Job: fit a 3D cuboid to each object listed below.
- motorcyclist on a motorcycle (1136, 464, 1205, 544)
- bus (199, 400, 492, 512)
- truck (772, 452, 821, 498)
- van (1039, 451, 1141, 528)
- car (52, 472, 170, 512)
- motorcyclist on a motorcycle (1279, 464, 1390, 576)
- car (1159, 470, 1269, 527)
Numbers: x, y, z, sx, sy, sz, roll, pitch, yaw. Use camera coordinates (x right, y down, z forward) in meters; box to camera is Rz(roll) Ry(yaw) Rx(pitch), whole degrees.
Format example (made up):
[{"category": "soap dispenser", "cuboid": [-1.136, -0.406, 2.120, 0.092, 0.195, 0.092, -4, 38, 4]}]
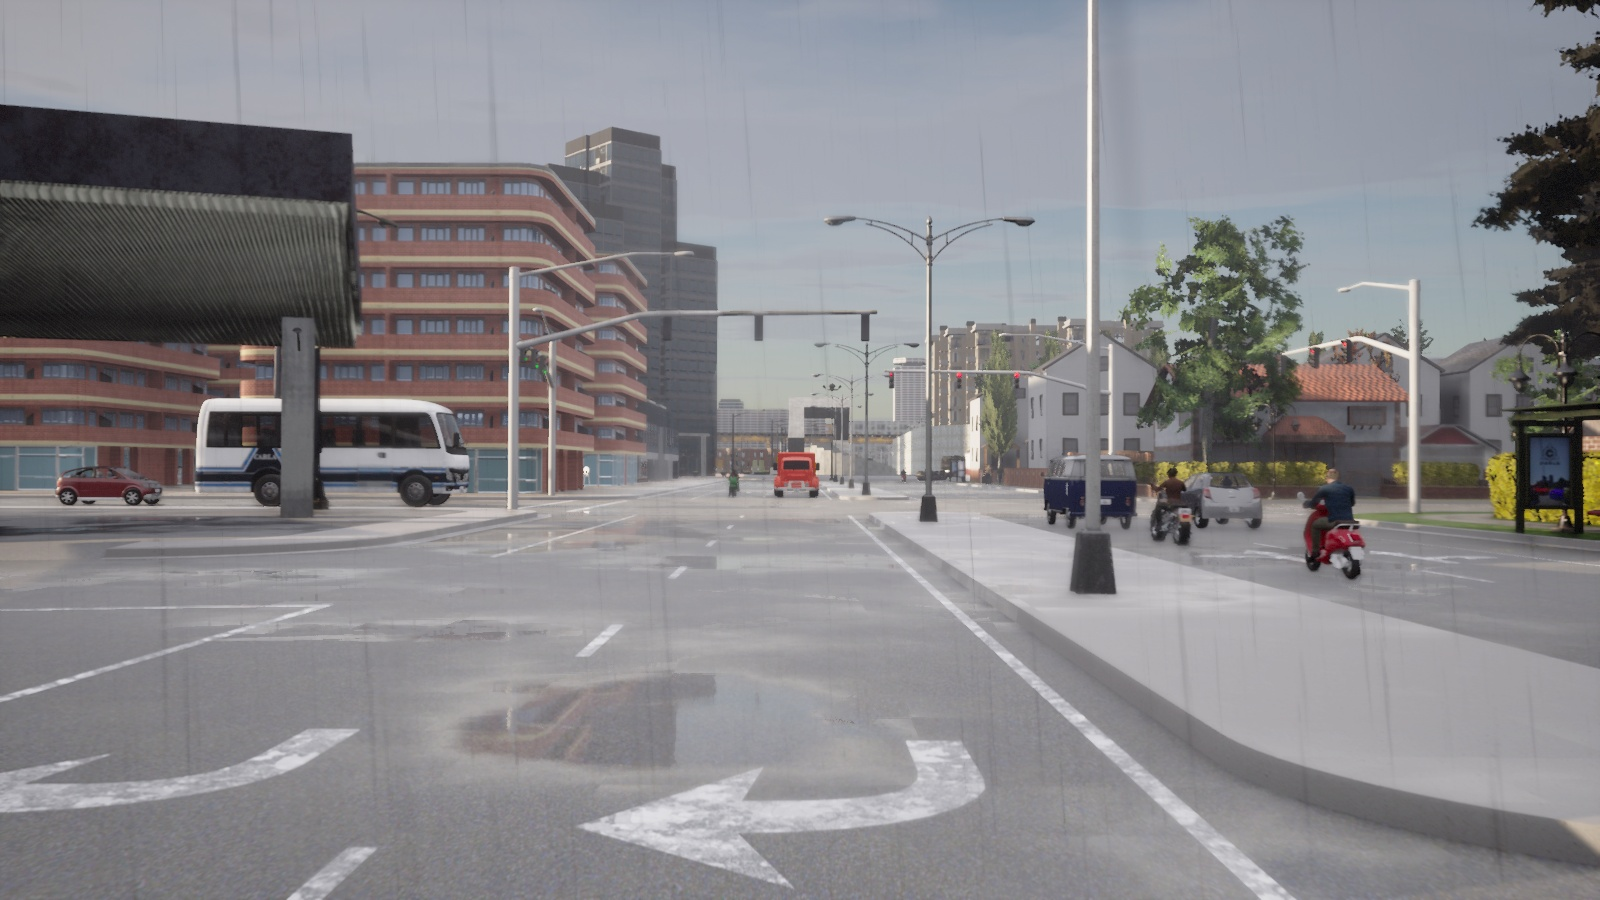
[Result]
[{"category": "motorcyclist on a motorcycle", "cuboid": [7.929, 1.132, 26.950, 0.766, 1.649, 2.350, 0, -1, 0]}, {"category": "bus", "cuboid": [-17.908, 0.253, 50.115, 10.273, 4.253, 3.944, 0, -1, -1]}, {"category": "truck", "cuboid": [-0.185, 1.367, 69.938, 2.627, 2.467, 5.204, 0, -1, 0]}, {"category": "van", "cuboid": [7.908, 1.048, 34.621, 1.775, 1.987, 4.442, 0, -1, 0]}, {"category": "car", "cuboid": [-27.353, 1.643, 49.915, 3.705, 1.549, 1.789, 0, -1, -1]}, {"category": "motorcyclist on a motorcycle", "cuboid": [7.950, 1.013, 18.763, 0.866, 1.590, 1.817, 0, -1, 0]}, {"category": "car", "cuboid": [11.409, 1.299, 34.847, 1.845, 1.501, 3.633, 0, -1, 0]}]
